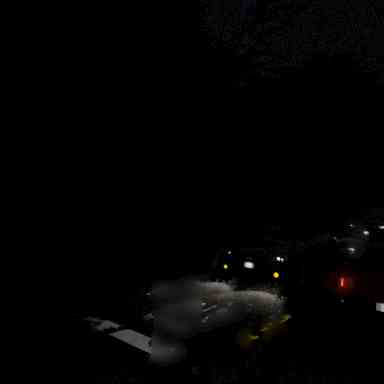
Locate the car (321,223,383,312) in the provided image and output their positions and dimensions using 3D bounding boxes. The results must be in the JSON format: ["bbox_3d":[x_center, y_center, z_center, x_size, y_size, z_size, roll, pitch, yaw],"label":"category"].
[{"bbox_3d":[4.621,1.596,7.070,1.895,1.301,4.718,-1,-1,41],"label":"car"}]

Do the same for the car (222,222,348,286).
[{"bbox_3d":[2.710,1.600,9.605,1.994,1.385,4.181,-1,-1,42],"label":"car"}]

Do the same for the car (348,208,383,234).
[{"bbox_3d":[10.135,1.569,18.014,2.033,1.411,5.357,-1,-1,42],"label":"car"}]
